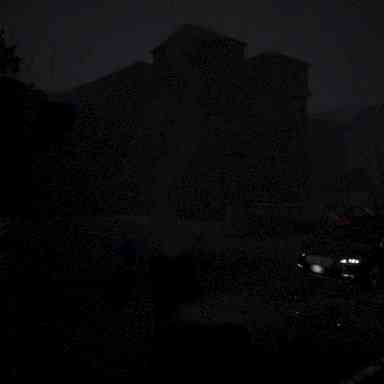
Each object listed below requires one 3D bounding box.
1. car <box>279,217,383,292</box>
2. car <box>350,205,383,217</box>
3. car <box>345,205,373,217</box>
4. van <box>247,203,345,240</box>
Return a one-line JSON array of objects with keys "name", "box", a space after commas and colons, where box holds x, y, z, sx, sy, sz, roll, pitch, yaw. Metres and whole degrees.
[{"name": "car", "box": [5.004, 1.649, 9.431, 4.902, 1.511, 2.128, 2, -1, -36]}, {"name": "car", "box": [9.972, 1.820, 20.745, 5.566, 2.045, 2.435, 0, -3, 34]}, {"name": "car", "box": [7.491, 1.809, 19.015, 4.553, 1.767, 2.185, 0, -3, 34]}, {"name": "van", "box": [5.194, 1.584, 17.183, 4.442, 1.987, 1.878, 0, -2, 34]}]
